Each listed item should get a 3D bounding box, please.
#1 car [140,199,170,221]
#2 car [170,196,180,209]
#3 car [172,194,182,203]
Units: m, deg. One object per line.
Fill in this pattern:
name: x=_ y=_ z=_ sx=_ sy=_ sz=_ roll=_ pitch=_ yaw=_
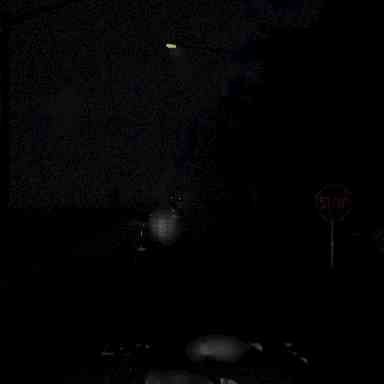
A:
car: x=-3.076 y=1.485 z=27.333 sx=1.837 sy=1.490 sz=4.892 roll=0 pitch=1 yaw=0
car: x=-3.056 y=1.555 z=44.856 sx=1.895 sy=1.301 sz=4.718 roll=0 pitch=0 yaw=0
car: x=-2.945 y=1.116 z=61.997 sx=2.097 sy=1.767 sz=4.553 roll=0 pitch=0 yaw=0
